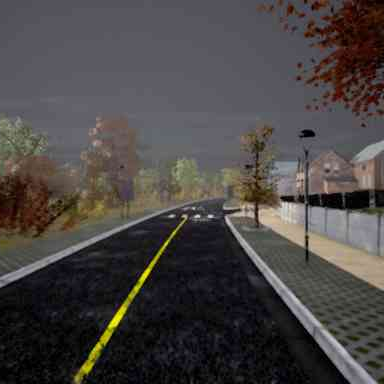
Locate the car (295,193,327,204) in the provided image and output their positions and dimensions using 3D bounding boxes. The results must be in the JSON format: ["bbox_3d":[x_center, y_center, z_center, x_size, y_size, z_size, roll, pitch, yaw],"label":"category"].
[{"bbox_3d":[13.159,0.814,33.626,5.357,1.411,2.033,-3,0,8],"label":"car"}]
